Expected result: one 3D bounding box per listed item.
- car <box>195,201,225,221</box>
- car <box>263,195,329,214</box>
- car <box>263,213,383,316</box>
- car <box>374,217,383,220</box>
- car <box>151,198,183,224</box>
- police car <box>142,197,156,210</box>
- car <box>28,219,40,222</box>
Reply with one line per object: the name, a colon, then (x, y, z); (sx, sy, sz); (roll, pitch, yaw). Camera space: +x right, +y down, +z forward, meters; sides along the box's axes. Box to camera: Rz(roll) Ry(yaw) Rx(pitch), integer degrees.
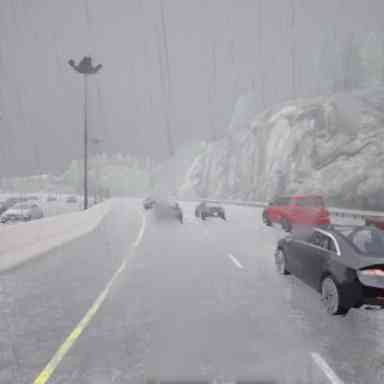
car: (1.419, 1.475, 27.068); (1.812, 1.442, 4.674); (0, 0, -9)
car: (5.938, 1.174, 19.571); (2.150, 2.045, 5.566); (0, 0, -6)
car: (3.328, 1.471, 7.450); (2.128, 1.511, 4.902); (0, 0, -2)
car: (9.878, 1.552, 14.964); (1.895, 1.301, 4.718); (0, 0, -4)
car: (-1.760, 1.454, 24.576); (2.128, 1.511, 4.902); (0, 0, -7)
police car: (-5.217, 1.440, 42.628); (2.038, 1.542, 4.974); (0, 0, -14)
car: (-12.645, 1.510, 25.142); (1.812, 1.442, 4.674); (0, 0, -9)
